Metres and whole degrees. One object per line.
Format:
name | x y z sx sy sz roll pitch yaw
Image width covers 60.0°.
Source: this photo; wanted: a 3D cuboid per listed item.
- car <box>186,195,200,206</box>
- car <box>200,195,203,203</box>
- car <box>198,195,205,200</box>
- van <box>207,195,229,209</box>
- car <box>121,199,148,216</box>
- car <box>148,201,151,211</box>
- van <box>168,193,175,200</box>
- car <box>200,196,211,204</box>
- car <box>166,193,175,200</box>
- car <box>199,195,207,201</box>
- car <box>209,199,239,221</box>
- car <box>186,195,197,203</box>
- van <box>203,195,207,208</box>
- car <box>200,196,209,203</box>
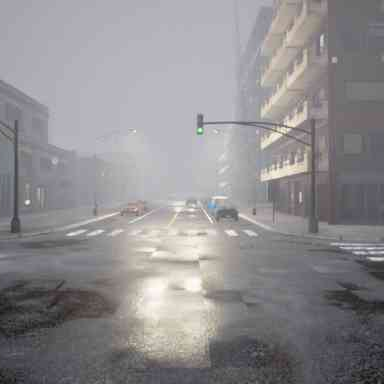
car | -0.049 1.466 56.015 2.128 1.511 4.902 0 0 0
car | 2.655 1.501 54.605 1.752 1.417 4.829 1 0 0
car | 2.621 1.470 93.502 2.008 1.369 4.403 1 0 0
van | 2.677 1.333 32.112 1.690 1.788 3.998 1 0 0
car | -5.707 1.574 32.069 1.802 1.307 4.206 1 0 0
car | -5.711 1.534 37.650 1.887 1.381 4.507 1 0 0
van | -5.756 1.261 93.452 1.690 1.788 3.998 1 0 0
car | 2.645 1.529 65.597 1.947 1.339 4.313 1 0 0
car | -5.755 1.495 87.872 1.947 1.339 4.313 1 0 0
car | 2.631 1.483 82.340 1.887 1.381 4.507 1 0 0
car | 2.679 1.546 26.533 2.008 1.369 4.403 1 0 0
car | -0.059 1.454 66.438 2.128 1.511 4.902 0 0 0
van | 2.667 1.327 43.275 1.690 1.788 3.998 1 0 0
car | 2.640 1.522 71.178 1.947 1.339 4.313 1 0 0
